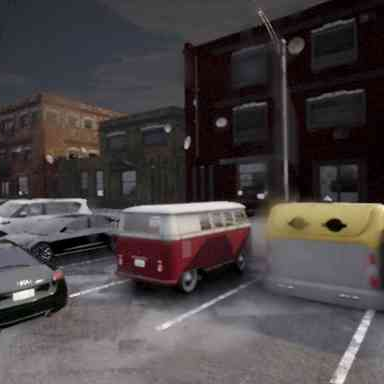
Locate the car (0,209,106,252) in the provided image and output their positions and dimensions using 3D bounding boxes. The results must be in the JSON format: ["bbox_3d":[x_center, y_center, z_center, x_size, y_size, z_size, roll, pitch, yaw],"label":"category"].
[{"bbox_3d":[-4.464,1.573,12.093,2.163,1.488,4.792,0,0,35],"label":"car"}]

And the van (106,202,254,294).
[{"bbox_3d":[0.115,1.287,9.012,1.878,1.987,4.442,0,0,35],"label":"van"}]

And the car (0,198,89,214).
[{"bbox_3d":[-6.711,1.305,13.694,2.435,2.045,5.566,0,0,35],"label":"car"}]

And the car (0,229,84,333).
[{"bbox_3d":[-4.298,1.610,6.437,4.181,1.385,1.994,0,0,35],"label":"car"}]
